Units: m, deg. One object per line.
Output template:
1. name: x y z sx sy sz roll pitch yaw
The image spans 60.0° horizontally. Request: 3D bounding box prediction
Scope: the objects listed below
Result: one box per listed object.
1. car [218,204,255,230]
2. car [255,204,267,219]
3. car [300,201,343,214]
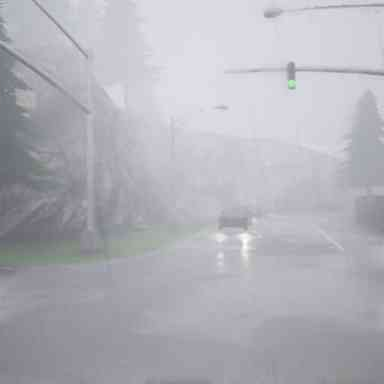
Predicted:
1. car: 3.076 1.713 23.180 1.882 1.535 5.008 -1 -1 15
2. car: 6.003 1.878 32.702 1.994 1.385 4.181 -1 -1 26
3. car: 15.337 1.795 39.406 4.892 1.490 1.837 -1 -1 -5
